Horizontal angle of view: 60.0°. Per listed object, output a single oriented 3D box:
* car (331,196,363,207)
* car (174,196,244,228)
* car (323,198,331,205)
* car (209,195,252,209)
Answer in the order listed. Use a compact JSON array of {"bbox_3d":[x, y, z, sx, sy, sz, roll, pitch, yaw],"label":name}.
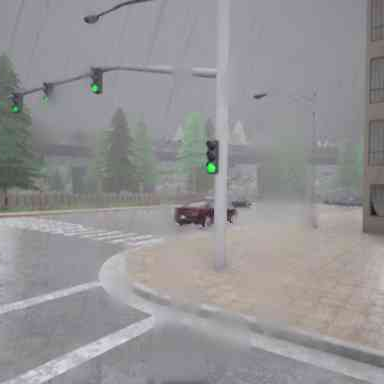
[{"bbox_3d":[22.618,1.357,45.995,5.357,1.411,2.033,1,1,-10],"label":"car"},{"bbox_3d":[0.967,1.237,20.200,1.882,1.535,5.008,1,0,36],"label":"car"},{"bbox_3d":[21.733,1.323,49.378,4.181,1.385,1.994,1,1,-11],"label":"car"},{"bbox_3d":[4.582,1.143,36.092,2.128,1.511,4.902,1,1,45],"label":"car"}]
